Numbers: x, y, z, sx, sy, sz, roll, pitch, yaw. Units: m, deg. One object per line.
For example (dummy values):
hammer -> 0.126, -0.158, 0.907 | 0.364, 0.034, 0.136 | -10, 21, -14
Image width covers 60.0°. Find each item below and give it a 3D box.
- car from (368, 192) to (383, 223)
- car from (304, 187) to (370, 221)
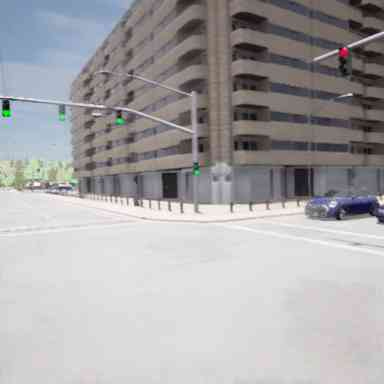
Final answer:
car -> 10.978, 0.747, 16.250 | 4.674, 1.442, 1.812 | -3, 2, -31
car -> 8.489, 0.550, 18.860 | 4.553, 1.767, 2.097 | -2, 2, -31
